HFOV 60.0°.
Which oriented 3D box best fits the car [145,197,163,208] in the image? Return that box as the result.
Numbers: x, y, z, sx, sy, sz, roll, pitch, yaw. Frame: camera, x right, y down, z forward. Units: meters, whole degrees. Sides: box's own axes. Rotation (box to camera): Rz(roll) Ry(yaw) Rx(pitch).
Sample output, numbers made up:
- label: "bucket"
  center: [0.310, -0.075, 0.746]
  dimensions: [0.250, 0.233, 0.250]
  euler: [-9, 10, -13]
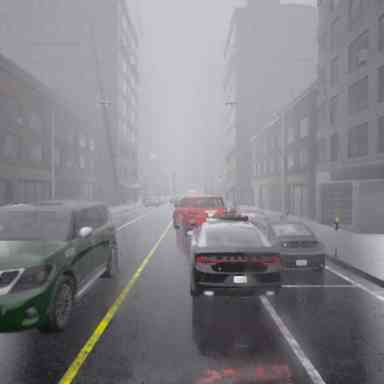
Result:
- label: "car"
  center: [-5.763, 1.441, 49.090]
  dimensions: [1.967, 1.590, 4.097]
  euler: [-1, 0, 0]

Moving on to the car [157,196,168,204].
- label: "car"
  center: [-5.758, 1.553, 65.606]
  dimensions: [1.887, 1.381, 4.507]
  euler: [-1, 0, 0]

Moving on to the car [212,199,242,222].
- label: "car"
  center: [2.756, 1.435, 27.068]
  dimensions: [1.967, 1.590, 4.097]
  euler: [-1, 0, 0]

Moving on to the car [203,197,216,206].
- label: "car"
  center: [2.765, 1.548, 54.593]
  dimensions: [1.887, 1.381, 4.507]
  euler: [-1, 0, 0]

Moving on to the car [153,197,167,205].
- label: "car"
  center: [-5.759, 1.557, 60.101]
  dimensions: [2.008, 1.369, 4.403]
  euler: [-1, 0, 0]

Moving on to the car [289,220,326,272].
- label: "car"
  center: [2.754, 1.547, 10.552]
  dimensions: [2.008, 1.369, 4.403]
  euler: [-1, 0, 0]

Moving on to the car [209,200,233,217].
- label: "car"
  center: [2.759, 1.540, 32.573]
  dimensions: [1.887, 1.381, 4.507]
  euler: [-1, 0, 0]

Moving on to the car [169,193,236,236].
- label: "car"
  center: [0.339, 1.206, 18.445]
  dimensions: [2.150, 2.045, 5.566]
  euler: [-1, 0, -12]

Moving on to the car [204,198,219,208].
- label: "car"
  center: [2.763, 1.566, 49.088]
  dimensions: [1.947, 1.339, 4.313]
  euler: [-1, 0, 0]

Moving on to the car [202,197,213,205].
- label: "car"
  center: [2.766, 1.550, 60.098]
  dimensions: [1.887, 1.381, 4.507]
  euler: [-1, 0, 0]

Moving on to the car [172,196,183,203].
- label: "car"
  center: [-2.984, 1.575, 69.661]
  dimensions: [1.994, 1.385, 4.181]
  euler: [0, 0, 0]

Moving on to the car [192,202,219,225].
- label: "car"
  center: [0.906, 1.521, 24.655]
  dimensions: [1.812, 1.442, 4.674]
  euler: [0, 0, 0]

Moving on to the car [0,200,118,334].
- label: "car"
  center: [-3.100, 1.218, 7.086]
  dimensions: [2.150, 2.045, 5.566]
  euler: [0, 0, 0]

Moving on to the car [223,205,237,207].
- label: "car"
  center: [2.755, 1.540, 16.057]
  dimensions: [1.887, 1.381, 4.507]
  euler: [-1, 0, 0]

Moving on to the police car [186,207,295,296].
- label: "police car"
  center: [0.901, 1.422, 8.763]
  dimensions: [1.930, 1.638, 5.238]
  euler: [0, 0, 0]

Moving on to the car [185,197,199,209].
- label: "car"
  center: [0.030, 1.504, 46.850]
  dimensions: [1.837, 1.490, 4.892]
  euler: [0, 0, 1]

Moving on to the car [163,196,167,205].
- label: "car"
  center: [-5.760, 1.569, 54.595]
  dimensions: [1.947, 1.339, 4.313]
  euler: [-1, 0, 0]

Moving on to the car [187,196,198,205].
- label: "car"
  center: [0.014, 1.483, 59.494]
  dimensions: [1.882, 1.535, 5.008]
  euler: [0, 0, 0]

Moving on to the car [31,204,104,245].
- label: "car"
  center: [-5.771, 1.435, 16.059]
  dimensions: [1.967, 1.590, 4.097]
  euler: [-1, 0, 0]
